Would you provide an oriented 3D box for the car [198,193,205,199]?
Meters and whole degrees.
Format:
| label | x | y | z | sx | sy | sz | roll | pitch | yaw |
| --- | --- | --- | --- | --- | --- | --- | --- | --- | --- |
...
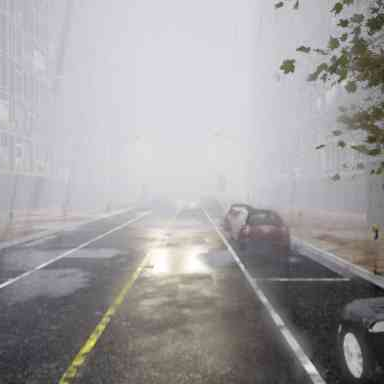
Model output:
| label | x | y | z | sx | sy | sz | roll | pitch | yaw |
| --- | --- | --- | --- | --- | --- | --- | --- | --- | --- |
| car | 2.626 | 1.108 | 93.648 | 1.967 | 1.590 | 4.097 | 0 | 0 | 0 |

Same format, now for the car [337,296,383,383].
| label | x | y | z | sx | sy | sz | roll | pitch | yaw |
| --- | --- | --- | --- | --- | --- | --- | --- | --- | --- |
| car | 2.689 | 1.545 | 2.571 | 2.008 | 1.369 | 4.403 | 0 | 0 | 0 |

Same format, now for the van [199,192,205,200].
| label | x | y | z | sx | sy | sz | roll | pitch | yaw |
| --- | --- | --- | --- | --- | --- | --- | --- | --- | --- |
| van | 2.630 | 1.035 | 87.956 | 1.690 | 1.788 | 3.998 | 0 | 0 | 0 |

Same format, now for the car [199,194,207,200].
| label | x | y | z | sx | sy | sz | roll | pitch | yaw |
| --- | --- | --- | --- | --- | --- | --- | --- | --- | --- |
| car | 2.634 | 1.285 | 82.263 | 1.947 | 1.339 | 4.313 | 0 | 0 | 0 |

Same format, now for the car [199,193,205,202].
| label | x | y | z | sx | sy | sz | roll | pitch | yaw |
| --- | --- | --- | --- | --- | --- | --- | --- | --- | --- |
| car | 2.649 | 1.380 | 59.495 | 1.947 | 1.339 | 4.313 | 0 | 0 | 0 |

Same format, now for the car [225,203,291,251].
| label | x | y | z | sx | sy | sz | roll | pitch | yaw |
| --- | --- | --- | --- | --- | --- | --- | --- | --- | --- |
| car | 2.681 | 1.404 | 13.956 | 1.967 | 1.590 | 4.097 | 0 | 0 | 0 |

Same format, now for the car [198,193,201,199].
| label | x | y | z | sx | sy | sz | roll | pitch | yaw |
| --- | --- | --- | --- | --- | --- | --- | --- | --- | --- |
| car | 2.641 | 1.334 | 70.879 | 1.947 | 1.339 | 4.313 | 0 | 0 | 0 |

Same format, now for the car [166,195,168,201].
| label | x | y | z | sx | sy | sz | roll | pitch | yaw |
| --- | --- | --- | --- | --- | --- | --- | --- | --- | --- |
| car | -5.731 | 1.395 | 59.497 | 1.802 | 1.307 | 4.206 | 0 | 0 | 0 |

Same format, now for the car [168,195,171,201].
| label | x | y | z | sx | sy | sz | roll | pitch | yaw |
| --- | --- | --- | --- | --- | --- | --- | --- | --- | --- |
| car | -5.739 | 1.312 | 70.881 | 1.887 | 1.381 | 4.507 | 0 | 0 | 0 |

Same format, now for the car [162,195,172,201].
| label | x | y | z | sx | sy | sz | roll | pitch | yaw |
| --- | --- | --- | --- | --- | --- | --- | --- | --- | --- |
| car | -5.743 | 1.310 | 76.574 | 1.947 | 1.339 | 4.313 | 0 | 0 | 0 |

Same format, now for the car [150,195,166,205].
| label | x | y | z | sx | sy | sz | roll | pitch | yaw |
| --- | --- | --- | --- | --- | --- | --- | --- | --- | --- |
| car | -5.727 | 1.380 | 53.803 | 1.887 | 1.381 | 4.507 | 0 | 0 | 0 |

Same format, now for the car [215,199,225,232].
| label | x | y | z | sx | sy | sz | roll | pitch | yaw |
| --- | --- | --- | --- | --- | --- | --- | --- | --- | --- |
| car | 2.677 | 1.388 | 19.648 | 1.967 | 1.590 | 4.097 | 0 | 0 | 0 |

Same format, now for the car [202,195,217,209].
| label | x | y | z | sx | sy | sz | roll | pitch | yaw |
| --- | --- | --- | --- | --- | --- | --- | --- | --- | --- |
| car | 2.662 | 1.422 | 42.418 | 1.887 | 1.381 | 4.507 | 0 | 0 | 0 |
